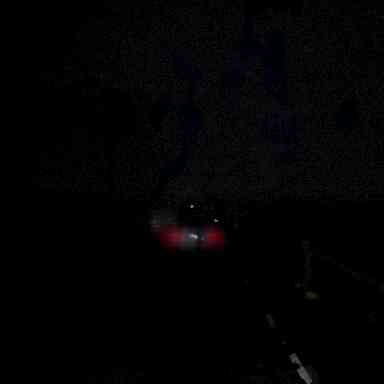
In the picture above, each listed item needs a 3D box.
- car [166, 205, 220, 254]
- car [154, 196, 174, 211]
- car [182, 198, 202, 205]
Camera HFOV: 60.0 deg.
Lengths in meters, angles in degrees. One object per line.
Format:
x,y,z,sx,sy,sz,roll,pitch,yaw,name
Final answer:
0.053,1.461,13.079,2.033,1.411,5.357,0,1,0,car
-2.943,1.200,35.697,1.812,1.442,4.674,0,1,0,car
0.004,1.279,32.365,1.994,1.385,4.181,0,1,0,car
